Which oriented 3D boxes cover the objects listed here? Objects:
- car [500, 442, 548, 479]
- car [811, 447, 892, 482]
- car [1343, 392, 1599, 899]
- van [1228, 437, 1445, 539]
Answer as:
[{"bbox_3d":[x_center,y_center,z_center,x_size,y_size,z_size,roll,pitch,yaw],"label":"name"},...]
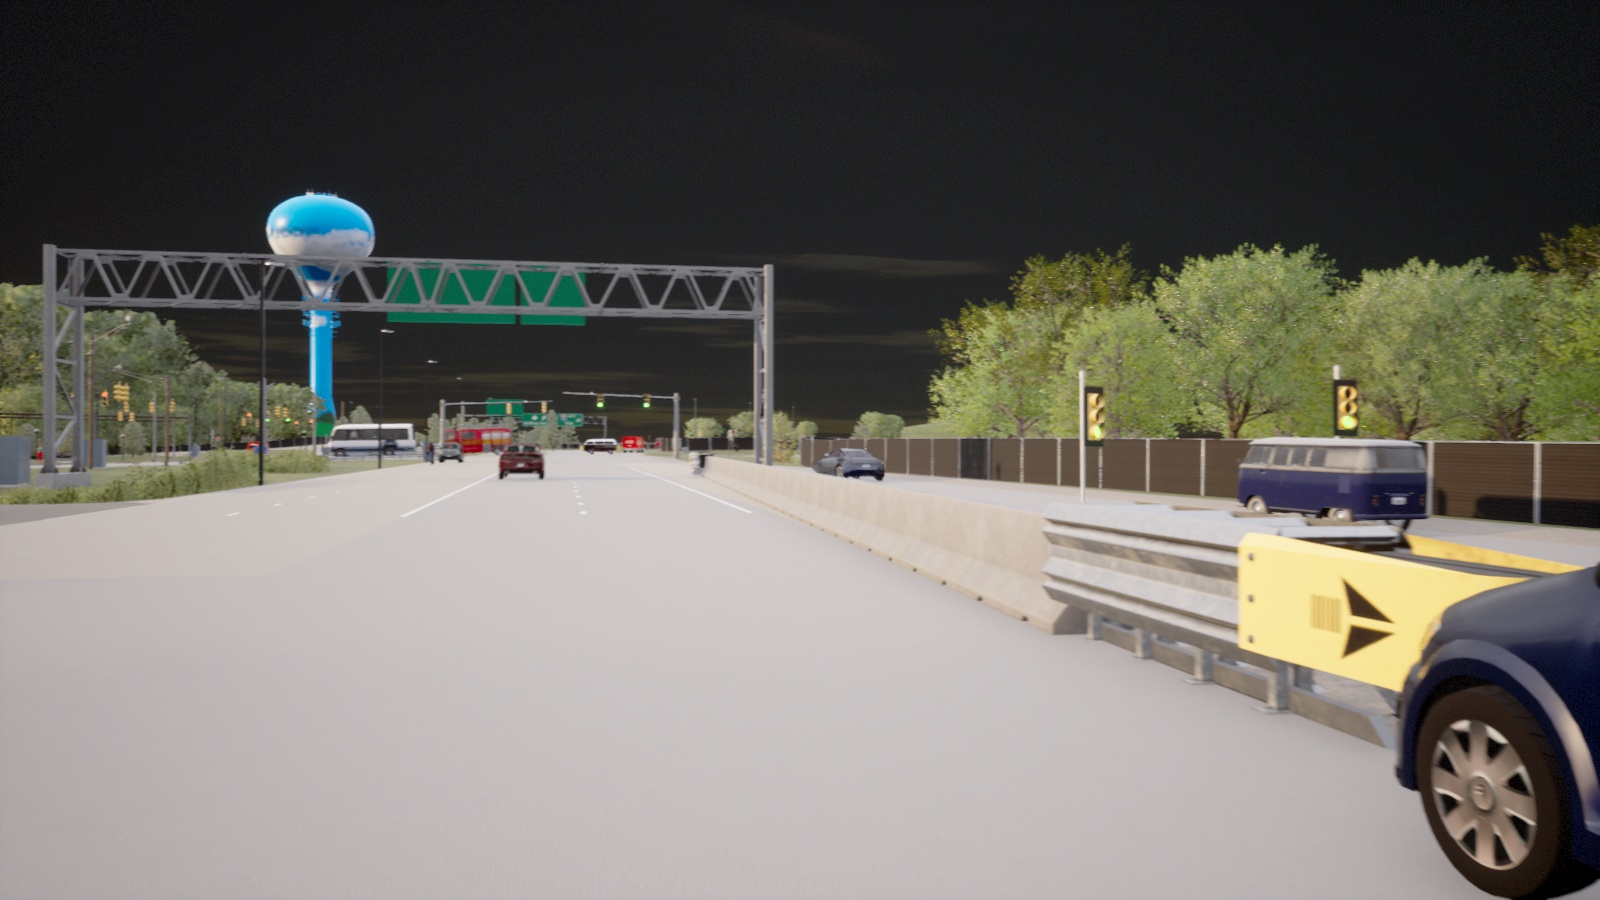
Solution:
[{"bbox_3d":[-11.932,0.436,54.601,1.882,1.535,5.008,0,0,-11],"label":"car"},{"bbox_3d":[2.155,0.591,53.721,1.994,1.385,4.181,0,1,-20],"label":"car"},{"bbox_3d":[3.274,0.616,2.964,1.851,1.617,3.988,-2,1,-7],"label":"car"},{"bbox_3d":[11.467,0.735,27.217,1.775,1.987,4.442,0,1,-19],"label":"van"}]
